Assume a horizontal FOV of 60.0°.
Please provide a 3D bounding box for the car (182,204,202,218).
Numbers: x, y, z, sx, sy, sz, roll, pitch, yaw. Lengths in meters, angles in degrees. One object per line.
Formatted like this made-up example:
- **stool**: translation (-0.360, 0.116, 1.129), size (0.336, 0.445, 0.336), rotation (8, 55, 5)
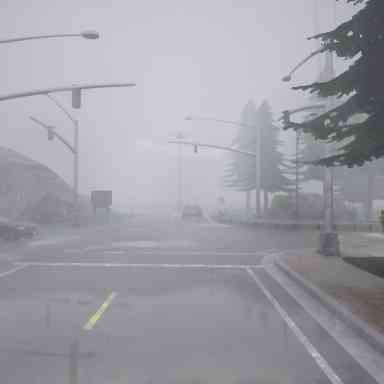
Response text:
- **car**: translation (0.017, 1.946, 34.878), size (1.994, 1.385, 4.181), rotation (0, -1, 0)

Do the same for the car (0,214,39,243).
- **car**: translation (-10.603, 1.831, 17.559), size (4.674, 1.442, 1.812), rotation (0, -1, 0)
